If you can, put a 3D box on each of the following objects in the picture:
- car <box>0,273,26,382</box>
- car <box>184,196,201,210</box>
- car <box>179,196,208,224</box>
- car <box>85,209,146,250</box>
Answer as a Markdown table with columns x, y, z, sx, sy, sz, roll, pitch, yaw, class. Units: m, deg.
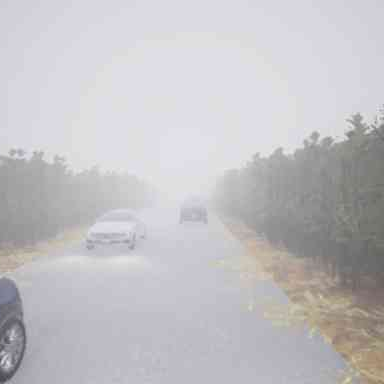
| x | y | z | sx | sy | sz | roll | pitch | yaw | class |
| --- | --- | --- | --- | --- | --- | --- | --- | --- | --- |
| -3.197 | 1.353 | 2.398 | 2.097 | 1.767 | 4.553 | 0 | 0 | 0 | car |
| 0.088 | 1.198 | 38.750 | 1.837 | 1.490 | 4.892 | 0 | 0 | 0 | car |
| 0.098 | 1.325 | 23.574 | 1.882 | 1.535 | 5.008 | 0 | 1 | 0 | car |
| -3.102 | 1.484 | 14.372 | 1.812 | 1.442 | 4.674 | 0 | 0 | 0 | car |
